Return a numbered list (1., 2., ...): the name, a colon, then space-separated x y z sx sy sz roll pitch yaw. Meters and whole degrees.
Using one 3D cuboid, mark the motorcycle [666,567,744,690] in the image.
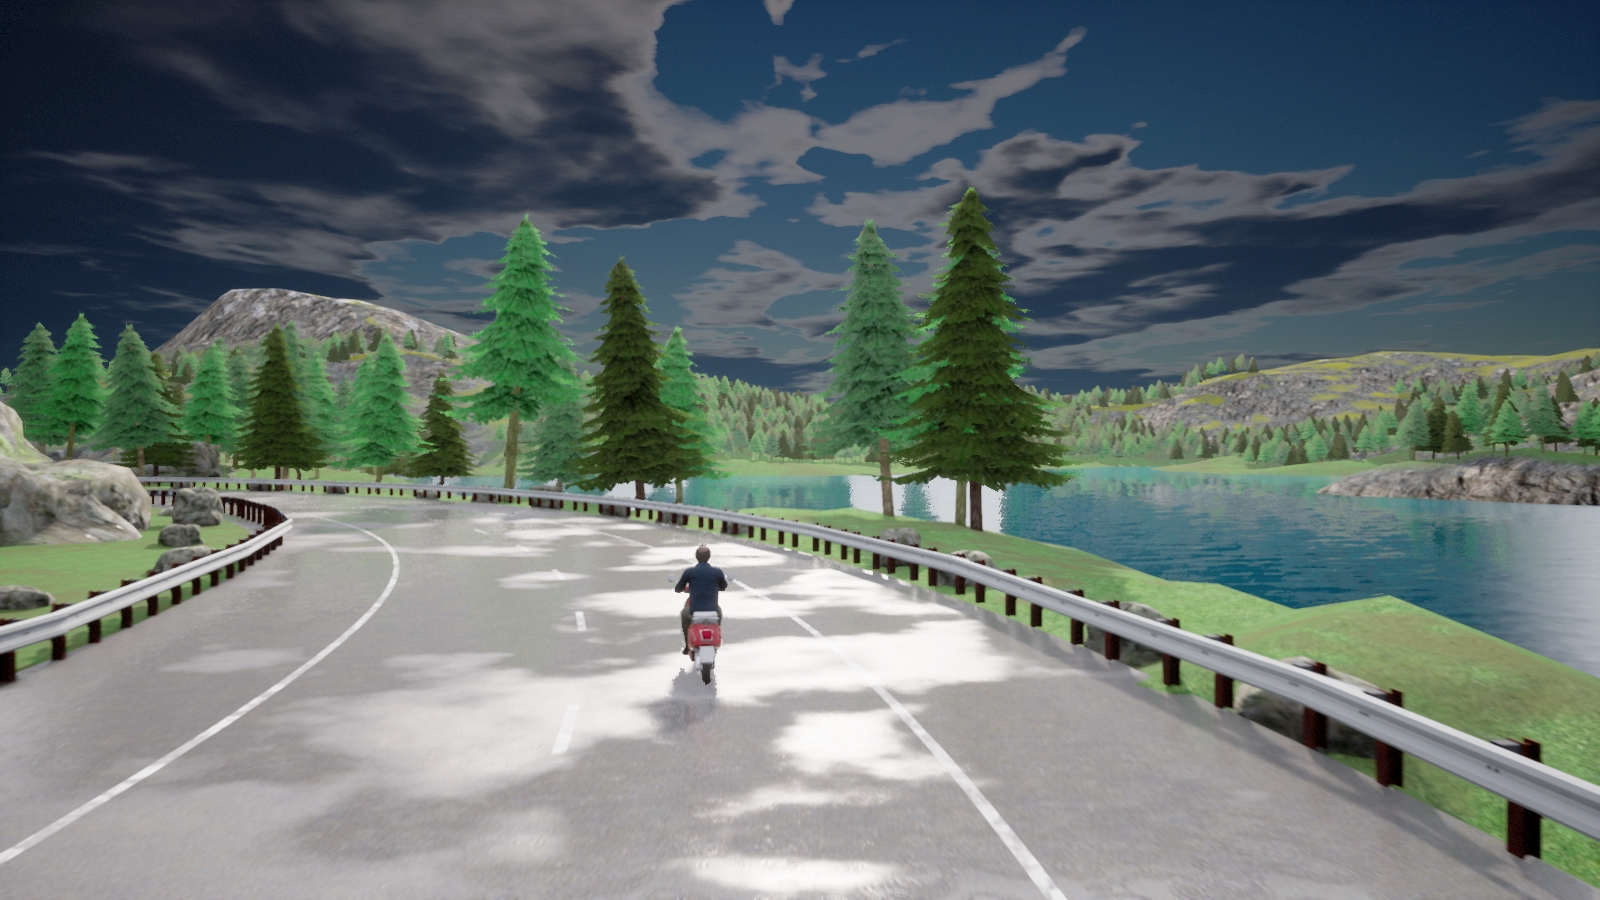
1. motorcycle: -1.221 2.182 14.308 0.856 1.236 1.805 0 0 -9
